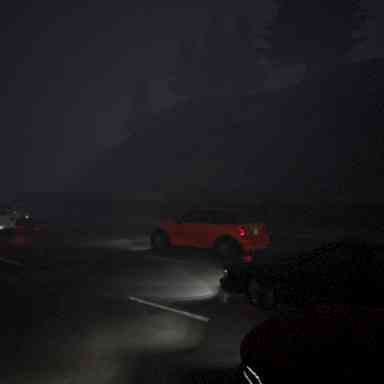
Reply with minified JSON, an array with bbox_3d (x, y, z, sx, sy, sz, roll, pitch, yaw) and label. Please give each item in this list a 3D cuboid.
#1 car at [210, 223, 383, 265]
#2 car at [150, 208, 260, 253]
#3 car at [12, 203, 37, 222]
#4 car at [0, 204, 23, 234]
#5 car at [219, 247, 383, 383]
[{"bbox_3d":[3.184,1.561,6.081,5.357,1.411,2.033,0,0,36],"label":"car"},{"bbox_3d":[0.517,1.381,12.627,4.553,1.767,2.097,0,0,39],"label":"car"},{"bbox_3d":[-13.529,1.588,25.797,1.812,1.442,4.674,0,0,-43],"label":"car"},{"bbox_3d":[-11.313,1.571,18.478,4.674,1.442,1.812,0,0,44],"label":"car"},{"bbox_3d":[2.695,1.482,2.166,5.008,1.535,1.882,0,0,35],"label":"car"}]
